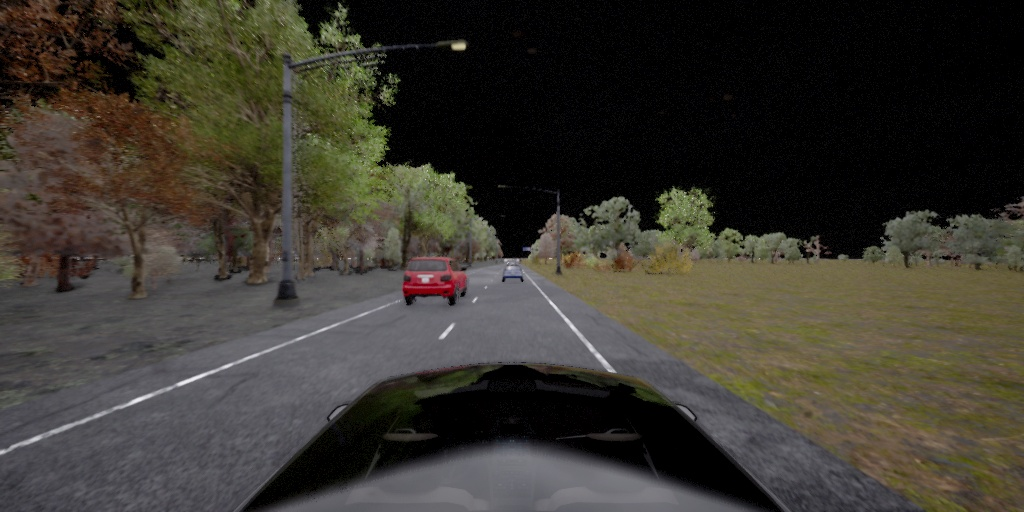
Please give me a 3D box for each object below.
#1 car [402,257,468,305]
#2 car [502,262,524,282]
[{"bbox_3d":[-3.416,1.061,16.823,2.150,2.045,5.566,0,0,0],"label":"car"},{"bbox_3d":[0.074,1.465,31.724,2.033,1.411,5.357,0,0,0],"label":"car"}]
